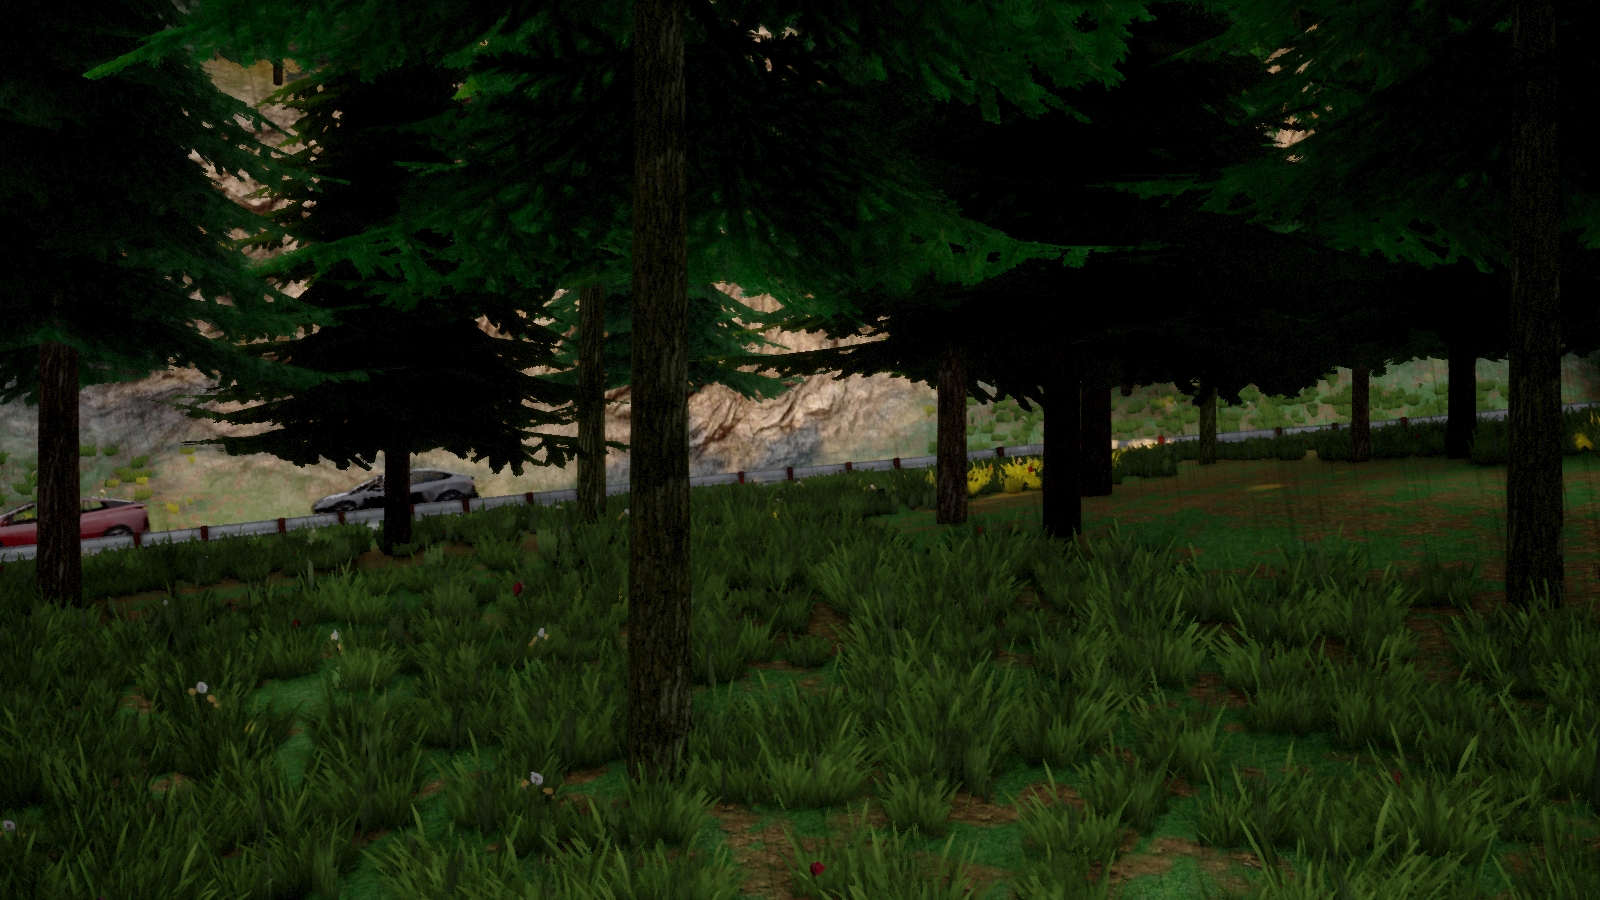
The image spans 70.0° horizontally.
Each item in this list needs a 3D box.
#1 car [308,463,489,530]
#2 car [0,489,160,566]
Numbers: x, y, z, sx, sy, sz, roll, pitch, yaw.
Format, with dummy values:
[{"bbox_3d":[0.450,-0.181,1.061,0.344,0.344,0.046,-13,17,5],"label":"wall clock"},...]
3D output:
[{"bbox_3d":[-12.171,1.359,34.694,4.792,1.488,2.163,-5,3,-30],"label":"car"},{"bbox_3d":[-19.475,2.022,29.796,4.514,1.525,2.007,-6,3,-38],"label":"car"}]
